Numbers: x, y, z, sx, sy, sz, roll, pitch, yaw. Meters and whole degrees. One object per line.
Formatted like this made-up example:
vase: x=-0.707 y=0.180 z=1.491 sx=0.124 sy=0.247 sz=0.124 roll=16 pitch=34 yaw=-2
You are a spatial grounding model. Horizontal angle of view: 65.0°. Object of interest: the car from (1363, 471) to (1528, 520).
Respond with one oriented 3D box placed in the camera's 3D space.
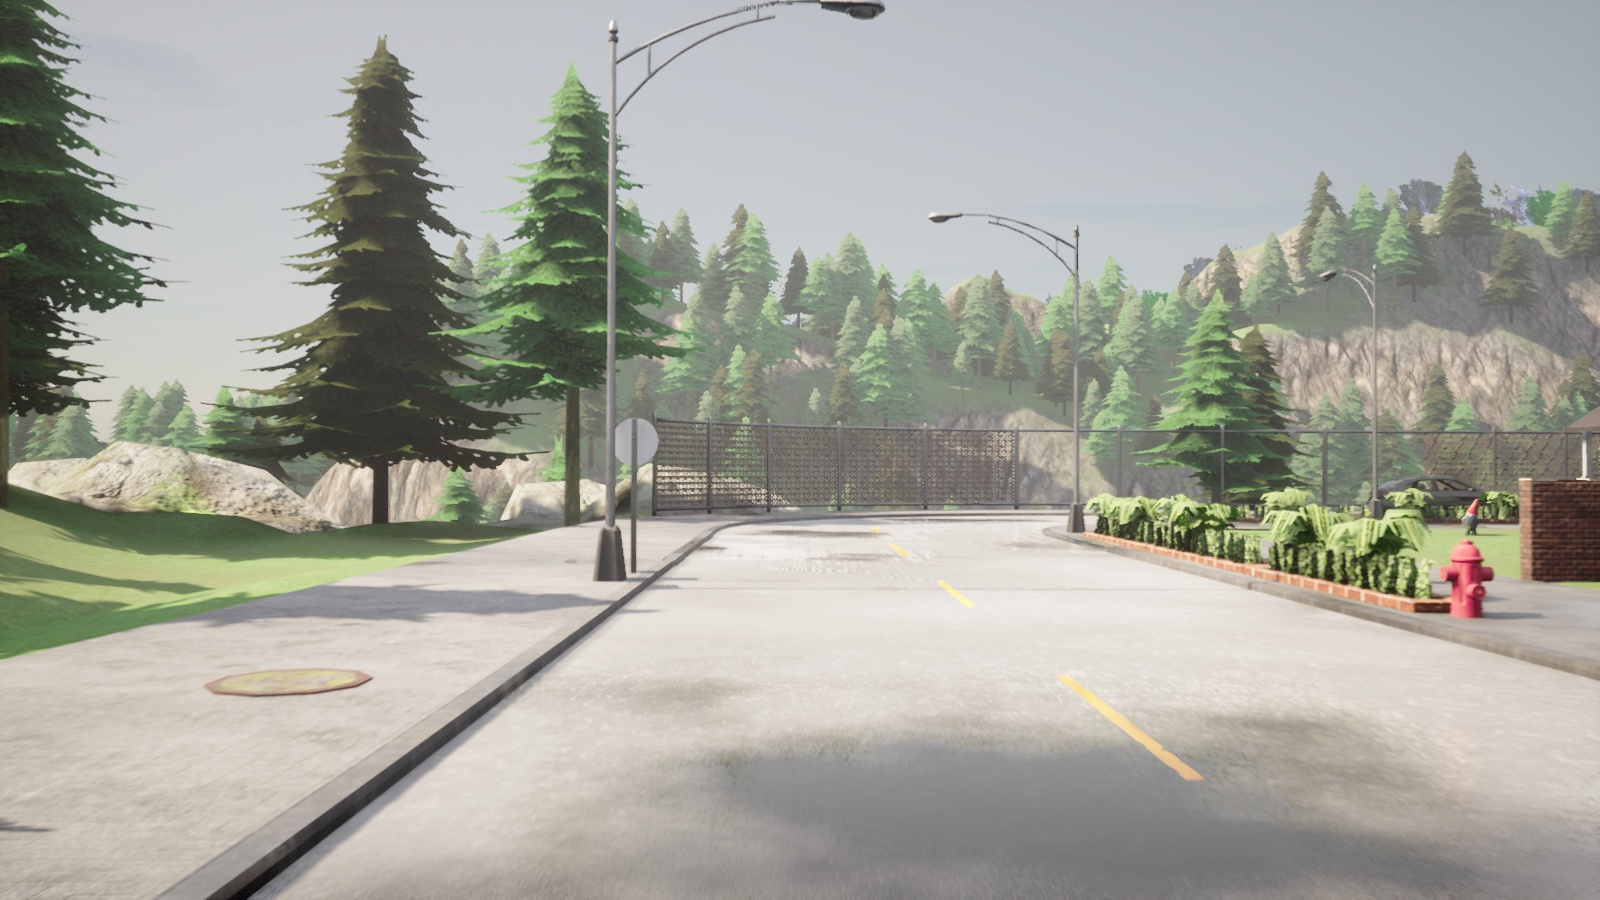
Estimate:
car: x=20.032 y=1.404 z=39.085 sx=4.193 sy=1.474 sz=1.816 roll=0 pitch=-1 yaw=0
